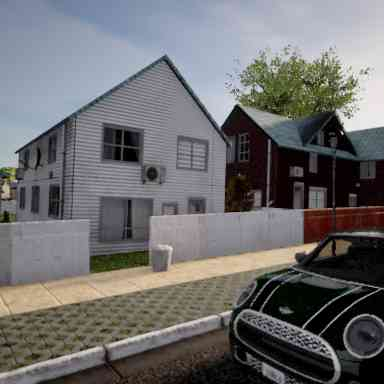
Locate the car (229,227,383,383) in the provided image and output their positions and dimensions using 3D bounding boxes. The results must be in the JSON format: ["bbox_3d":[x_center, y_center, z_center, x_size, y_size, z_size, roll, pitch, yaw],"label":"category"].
[{"bbox_3d":[2.701,1.365,4.874,4.553,1.767,2.097,0,0,-36],"label":"car"}]
